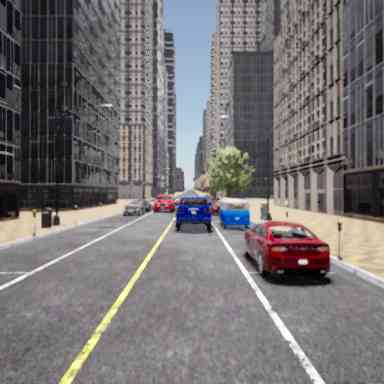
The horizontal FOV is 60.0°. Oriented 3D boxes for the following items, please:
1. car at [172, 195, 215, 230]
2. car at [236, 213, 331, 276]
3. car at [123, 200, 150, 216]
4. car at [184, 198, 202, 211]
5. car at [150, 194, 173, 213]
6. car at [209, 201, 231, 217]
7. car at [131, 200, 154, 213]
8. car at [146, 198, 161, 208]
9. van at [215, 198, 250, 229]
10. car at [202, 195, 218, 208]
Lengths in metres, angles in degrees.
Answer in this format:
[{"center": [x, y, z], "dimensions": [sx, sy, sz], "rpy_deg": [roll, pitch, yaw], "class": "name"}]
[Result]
[{"center": [0.097, 1.256, 21.577], "dimensions": [2.150, 2.045, 5.566], "rpy_deg": [0, 0, 0], "class": "car"}, {"center": [2.691, 1.564, 10.286], "dimensions": [1.887, 1.381, 4.507], "rpy_deg": [0, 0, 0], "class": "car"}, {"center": [-5.692, 1.597, 33.075], "dimensions": [2.008, 1.369, 4.403], "rpy_deg": [0, 0, 0], "class": "car"}, {"center": [0.095, 1.544, 41.611], "dimensions": [2.128, 1.511, 4.902], "rpy_deg": [0, 0, 0], "class": "car"}, {"center": [-3.102, 1.272, 37.818], "dimensions": [2.150, 2.045, 5.566], "rpy_deg": [0, 0, 0], "class": "car"}, {"center": [2.688, 1.628, 33.076], "dimensions": [1.802, 1.307, 4.206], "rpy_deg": [0, 0, 0], "class": "car"}, {"center": [-5.693, 1.617, 38.771], "dimensions": [1.947, 1.339, 4.313], "rpy_deg": [0, 0, 0], "class": "car"}, {"center": [-5.695, 1.582, 49.996], "dimensions": [1.752, 1.417, 4.829], "rpy_deg": [0, 0, 0], "class": "car"}, {"center": [2.690, 1.376, 21.679], "dimensions": [1.690, 1.788, 3.998], "rpy_deg": [0, 0, 0], "class": "van"}, {"center": [2.687, 1.371, 50.166], "dimensions": [2.192, 1.841, 5.009], "rpy_deg": [0, 0, 0], "class": "car"}]
